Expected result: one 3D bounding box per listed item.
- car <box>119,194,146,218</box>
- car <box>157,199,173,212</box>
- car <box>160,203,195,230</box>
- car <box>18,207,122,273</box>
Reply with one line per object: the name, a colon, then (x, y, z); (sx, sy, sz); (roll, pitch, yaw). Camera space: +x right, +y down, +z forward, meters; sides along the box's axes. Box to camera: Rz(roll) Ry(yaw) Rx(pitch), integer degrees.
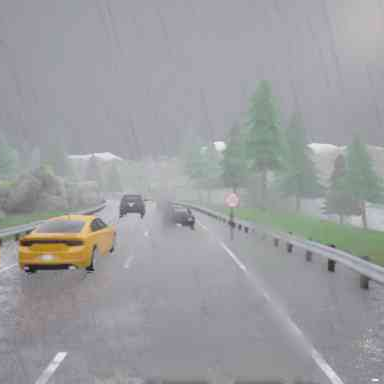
car: (-5.488, 1.232, 30.995); (2.150, 2.045, 5.566); (0, 0, -7)
car: (-3.186, 1.554, 39.451); (2.033, 1.411, 5.357); (0, 0, -9)
car: (-0.933, 1.603, 21.295); (1.895, 1.301, 4.718); (0, 0, -5)
car: (-3.738, 1.484, 10.821); (1.882, 1.535, 5.008); (0, 0, -3)
